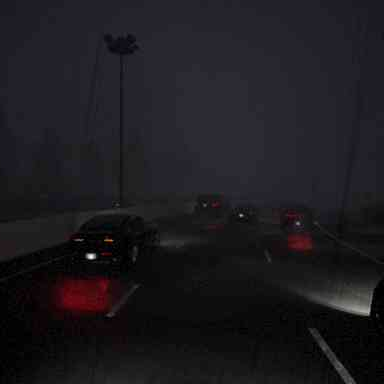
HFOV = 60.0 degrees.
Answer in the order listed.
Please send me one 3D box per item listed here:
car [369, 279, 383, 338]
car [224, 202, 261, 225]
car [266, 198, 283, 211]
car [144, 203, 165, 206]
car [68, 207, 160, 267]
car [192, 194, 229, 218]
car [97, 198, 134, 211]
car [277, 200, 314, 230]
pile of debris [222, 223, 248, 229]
[{"bbox_3d":[3.861,1.574,3.782,1.994,1.385,4.181,0,0,2],"label":"car"},{"bbox_3d":[3.911,1.565,24.510,1.994,1.385,4.181,0,0,16],"label":"car"},{"bbox_3d":[10.437,1.504,40.867,2.128,1.511,4.902,0,0,27],"label":"car"},{"bbox_3d":[-4.519,1.493,42.491,1.812,1.442,4.674,0,0,24],"label":"car"},{"bbox_3d":[-2.424,1.492,11.422,1.837,1.490,4.892,0,0,7],"label":"car"},{"bbox_3d":[1.953,1.214,30.038,2.150,2.045,5.566,0,0,19],"label":"car"},{"bbox_3d":[-9.205,1.459,40.454,1.837,1.490,4.892,0,0,23],"label":"car"},{"bbox_3d":[6.557,1.515,21.066,1.837,1.490,4.892,0,0,14],"label":"car"},{"bbox_3d":[2.797,2.174,21.395,1.500,0.140,1.860,0,0,14],"label":"pile of debris"}]
